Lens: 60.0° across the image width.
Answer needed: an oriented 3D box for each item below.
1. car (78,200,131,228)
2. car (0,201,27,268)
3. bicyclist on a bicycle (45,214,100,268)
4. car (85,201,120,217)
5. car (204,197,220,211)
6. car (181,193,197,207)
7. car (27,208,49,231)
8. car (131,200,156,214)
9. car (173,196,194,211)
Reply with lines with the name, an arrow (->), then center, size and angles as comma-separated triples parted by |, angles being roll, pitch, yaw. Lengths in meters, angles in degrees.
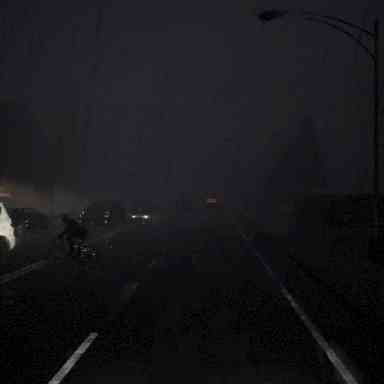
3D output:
car -> -5.835, 1.351, 22.142 | 2.097, 1.767, 4.553 | 0, 0, 4
car -> -6.725, 1.222, 8.173 | 2.150, 2.045, 5.566 | 0, 0, 3
bicyclist on a bicycle -> -3.534, 1.455, 9.759 | 1.656, 1.620, 0.582 | -2, 0, 3
car -> -8.709, 1.601, 32.860 | 1.895, 1.301, 4.718 | 0, 0, 4
car -> 2.435, 1.601, 40.897 | 1.895, 1.301, 4.718 | 0, 0, 4
car -> -0.561, 1.221, 49.903 | 2.150, 2.045, 5.566 | 0, 0, 4
car -> -9.601, 1.565, 18.171 | 1.994, 1.385, 4.181 | 0, 0, 4
car -> -5.061, 1.563, 34.819 | 1.994, 1.385, 4.181 | 0, 0, 5
car -> -1.132, 1.564, 39.951 | 1.994, 1.385, 4.181 | 0, 0, 4
